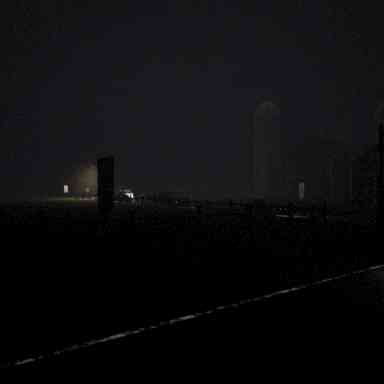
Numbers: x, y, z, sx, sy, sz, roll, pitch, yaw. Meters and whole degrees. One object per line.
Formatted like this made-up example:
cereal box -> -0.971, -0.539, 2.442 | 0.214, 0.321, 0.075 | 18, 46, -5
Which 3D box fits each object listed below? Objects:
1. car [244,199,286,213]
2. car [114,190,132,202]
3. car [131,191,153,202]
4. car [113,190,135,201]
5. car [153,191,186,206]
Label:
car -> 7.077, 1.365, 32.465 | 1.994, 1.385, 4.181 | -1, 1, -36
car -> -12.921, 0.830, 60.388 | 2.097, 1.767, 4.553 | -1, 1, -36
car -> -8.284, 0.981, 58.698 | 2.128, 1.511, 4.902 | -1, 1, -36
car -> -13.615, 0.621, 66.055 | 2.150, 2.045, 5.566 | -1, 1, -36
car -> -2.786, 0.866, 46.153 | 2.150, 2.045, 5.566 | -1, 1, -36
